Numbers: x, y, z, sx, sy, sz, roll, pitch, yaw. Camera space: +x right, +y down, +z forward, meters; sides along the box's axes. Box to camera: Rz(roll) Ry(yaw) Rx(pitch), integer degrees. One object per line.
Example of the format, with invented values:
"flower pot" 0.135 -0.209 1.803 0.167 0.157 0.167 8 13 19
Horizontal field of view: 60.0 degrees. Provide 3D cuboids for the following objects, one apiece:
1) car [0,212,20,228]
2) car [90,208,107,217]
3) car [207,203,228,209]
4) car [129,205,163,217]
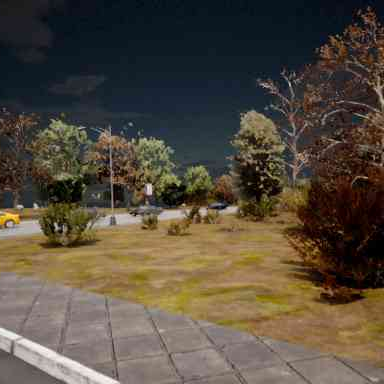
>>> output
"car" -17.053 2.368 27.665 1.882 1.535 5.008 -3 -2 33
"car" -11.724 2.459 35.903 2.033 1.411 5.357 -3 -2 32
"car" 4.388 2.496 54.668 1.895 1.301 4.718 -3 -2 32
"car" -6.083 2.510 44.875 2.033 1.411 5.357 -3 -2 32
